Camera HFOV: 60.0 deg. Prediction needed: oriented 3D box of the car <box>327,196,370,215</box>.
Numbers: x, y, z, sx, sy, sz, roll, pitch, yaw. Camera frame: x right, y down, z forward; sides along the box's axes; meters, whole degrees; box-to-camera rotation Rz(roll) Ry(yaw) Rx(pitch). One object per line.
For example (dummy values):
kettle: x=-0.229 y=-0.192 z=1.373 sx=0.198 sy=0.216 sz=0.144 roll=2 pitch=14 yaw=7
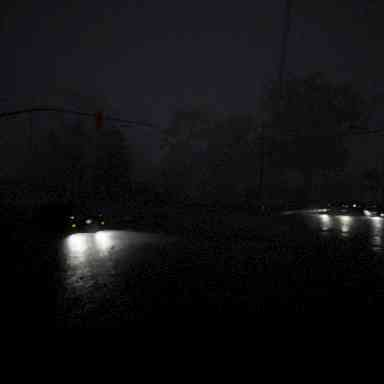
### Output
car: x=13.484 y=1.110 z=28.982 sx=1.882 sy=1.535 sz=5.008 roll=2 pitch=1 yaw=44

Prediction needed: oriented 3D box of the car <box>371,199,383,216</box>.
car: x=16.600 y=1.239 z=27.163 sx=1.837 sy=1.490 sz=4.892 roll=2 pitch=0 yaw=44

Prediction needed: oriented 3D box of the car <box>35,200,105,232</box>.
car: x=-6.096 y=1.103 z=16.500 sx=4.181 sy=1.385 sz=1.994 roll=2 pitch=2 yaw=44
